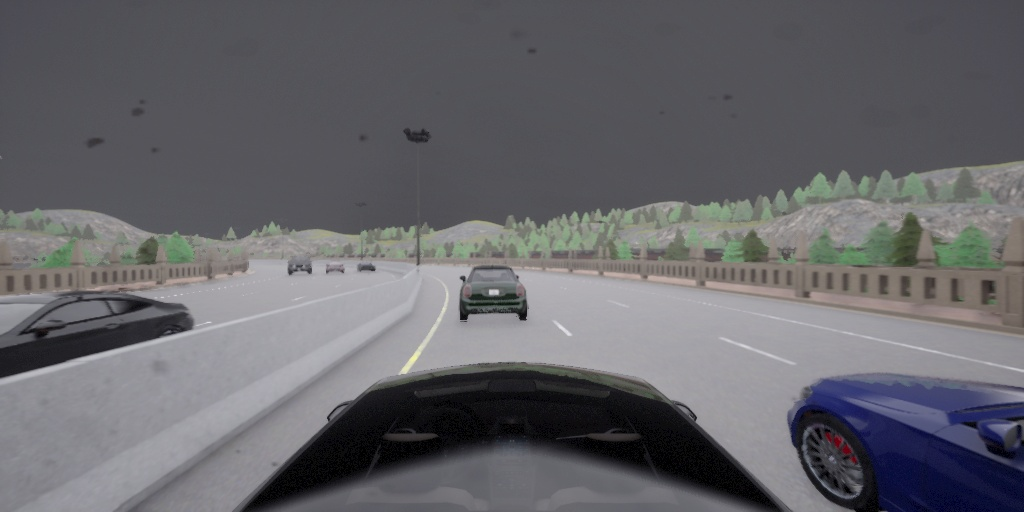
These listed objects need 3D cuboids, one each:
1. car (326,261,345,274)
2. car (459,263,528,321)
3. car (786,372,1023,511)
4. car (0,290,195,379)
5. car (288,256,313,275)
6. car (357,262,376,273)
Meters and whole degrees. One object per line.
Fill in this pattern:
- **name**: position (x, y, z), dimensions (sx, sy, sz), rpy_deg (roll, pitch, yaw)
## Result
- **car**: position (-20.426, 1.332, 41.519), dimensions (1.812, 1.442, 4.674), rpy_deg (0, 0, -27)
- **car**: position (-0.767, 1.093, 12.664), dimensions (2.097, 1.767, 4.553), rpy_deg (0, 0, -7)
- **car**: position (3.453, 1.259, 1.339), dimensions (1.812, 1.442, 4.674), rpy_deg (0, 0, 0)
- **car**: position (-7.326, 1.308, 5.475), dimensions (1.812, 1.442, 4.674), rpy_deg (0, 0, -3)
- **car**: position (-23.556, 1.045, 40.054), dimensions (2.150, 2.045, 5.566), rpy_deg (0, 0, -27)
- **car**: position (-18.295, 1.392, 45.080), dimensions (1.895, 1.301, 4.718), rpy_deg (0, 0, -28)
